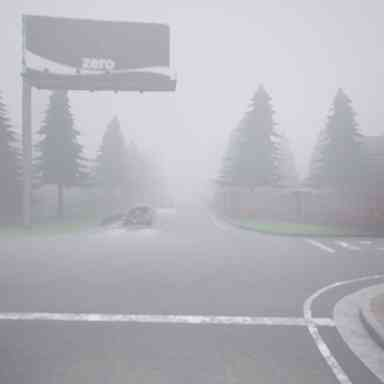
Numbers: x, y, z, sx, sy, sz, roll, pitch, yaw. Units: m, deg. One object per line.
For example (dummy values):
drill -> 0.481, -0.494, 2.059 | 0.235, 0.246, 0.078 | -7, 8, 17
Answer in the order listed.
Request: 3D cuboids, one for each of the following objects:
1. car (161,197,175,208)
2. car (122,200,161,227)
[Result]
car -> -3.451, 1.488, 47.234 | 2.128, 1.511, 4.902 | 0, 0, 0
car -> -3.476, 1.545, 22.806 | 1.837, 1.490, 4.892 | 0, 0, 0
